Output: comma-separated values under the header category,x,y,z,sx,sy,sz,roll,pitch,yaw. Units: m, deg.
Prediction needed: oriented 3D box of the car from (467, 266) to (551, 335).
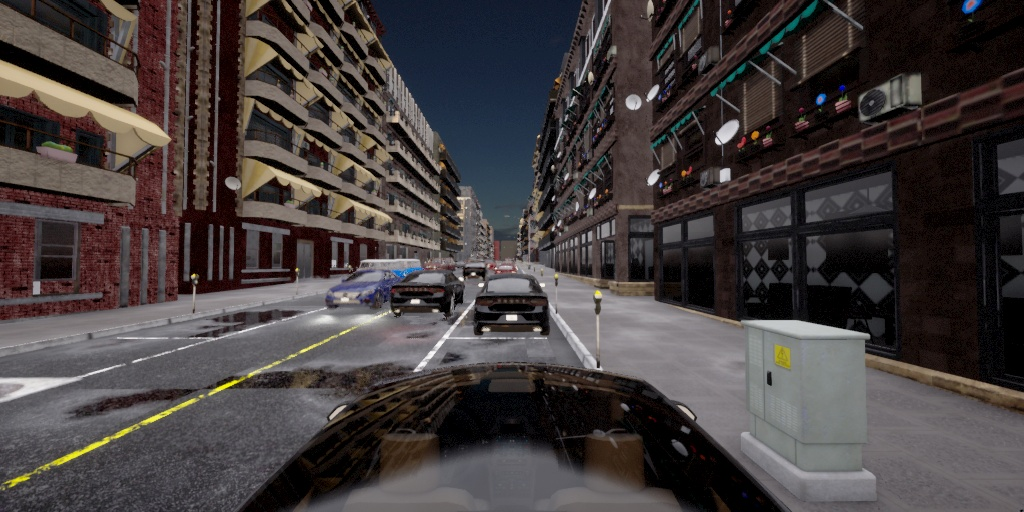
category,x,y,z,sx,sy,sz,roll,pitch,yaw
car,-0.006,1.232,10.503,1.882,1.535,5.008,0,0,0

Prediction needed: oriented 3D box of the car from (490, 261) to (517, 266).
category,x,y,z,sx,sy,sz,roll,pitch,yaw
car,-0.453,1.322,28.072,1.888,1.381,4.507,0,0,0

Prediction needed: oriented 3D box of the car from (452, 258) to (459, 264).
category,x,y,z,sx,sy,sz,roll,pitch,yaw
car,-8.337,1.128,44.724,2.192,1.841,5.009,0,0,0

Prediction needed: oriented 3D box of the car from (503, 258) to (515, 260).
category,x,y,z,sx,sy,sz,roll,pitch,yaw
car,-0.447,1.240,39.134,1.967,1.591,4.097,0,0,0

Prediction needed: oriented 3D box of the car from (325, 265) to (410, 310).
category,x,y,z,sx,sy,sz,roll,pitch,yaw
car,-5.870,1.284,14.922,1.812,1.442,4.674,0,0,0

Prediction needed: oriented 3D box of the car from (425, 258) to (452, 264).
category,x,y,z,sx,sy,sz,roll,pitch,yaw
car,-8.337,1.115,39.194,2.192,1.841,5.009,0,0,0

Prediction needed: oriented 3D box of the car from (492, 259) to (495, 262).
category,x,y,z,sx,sy,sz,roll,pitch,yaw
car,-2.923,1.170,46.723,2.097,1.767,4.553,0,0,0

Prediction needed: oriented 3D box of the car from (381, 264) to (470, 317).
category,x,y,z,sx,sy,sz,roll,pitch,yaw
car,-2.924,1.235,13.312,1.882,1.535,5.008,0,0,0

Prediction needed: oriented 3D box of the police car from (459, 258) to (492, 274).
category,x,y,z,sx,sy,sz,roll,pitch,yaw
police car,-3.021,1.206,30.641,1.930,1.638,5.238,0,0,0

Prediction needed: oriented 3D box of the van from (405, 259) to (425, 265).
category,x,y,z,sx,sy,sz,roll,pitch,yaw
van,-8.336,1.118,28.134,1.690,1.789,3.998,0,0,0

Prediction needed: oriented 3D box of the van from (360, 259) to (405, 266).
category,x,y,z,sx,sy,sz,roll,pitch,yaw
van,-8.336,1.108,22.602,1.690,1.789,3.998,0,0,0
